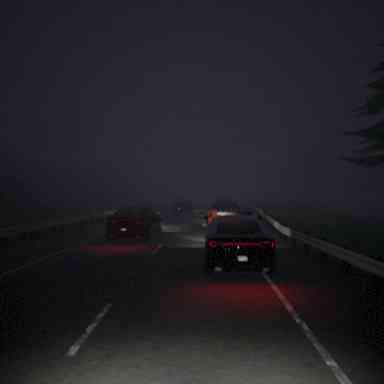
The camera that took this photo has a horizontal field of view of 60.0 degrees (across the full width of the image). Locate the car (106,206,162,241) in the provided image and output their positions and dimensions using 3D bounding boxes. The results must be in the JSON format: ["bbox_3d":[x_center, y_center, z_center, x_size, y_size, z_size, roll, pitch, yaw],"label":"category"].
[{"bbox_3d":[-2.717,1.432,16.514,1.882,1.535,5.008,0,0,4],"label":"car"}]

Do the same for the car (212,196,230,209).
[{"bbox_3d":[3.974,1.367,45.100,2.128,1.511,4.902,0,0,9],"label":"car"}]

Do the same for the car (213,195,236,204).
[{"bbox_3d":[1.967,1.295,20.226,2.097,1.767,4.553,0,0,5],"label":"car"}]

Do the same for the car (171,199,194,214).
[{"bbox_3d":[-0.940,1.431,34.354,1.812,1.442,4.674,0,0,7],"label":"car"}]

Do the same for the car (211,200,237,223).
[{"bbox_3d":[2.511,1.433,26.100,1.837,1.490,4.892,0,0,6],"label":"car"}]

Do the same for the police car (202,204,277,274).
[{"bbox_3d":[1.343,1.396,10.607,1.930,1.638,5.238,0,0,3],"label":"police car"}]

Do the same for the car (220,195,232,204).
[{"bbox_3d":[6.037,1.315,58.916,1.882,1.535,5.008,0,0,9],"label":"car"}]
